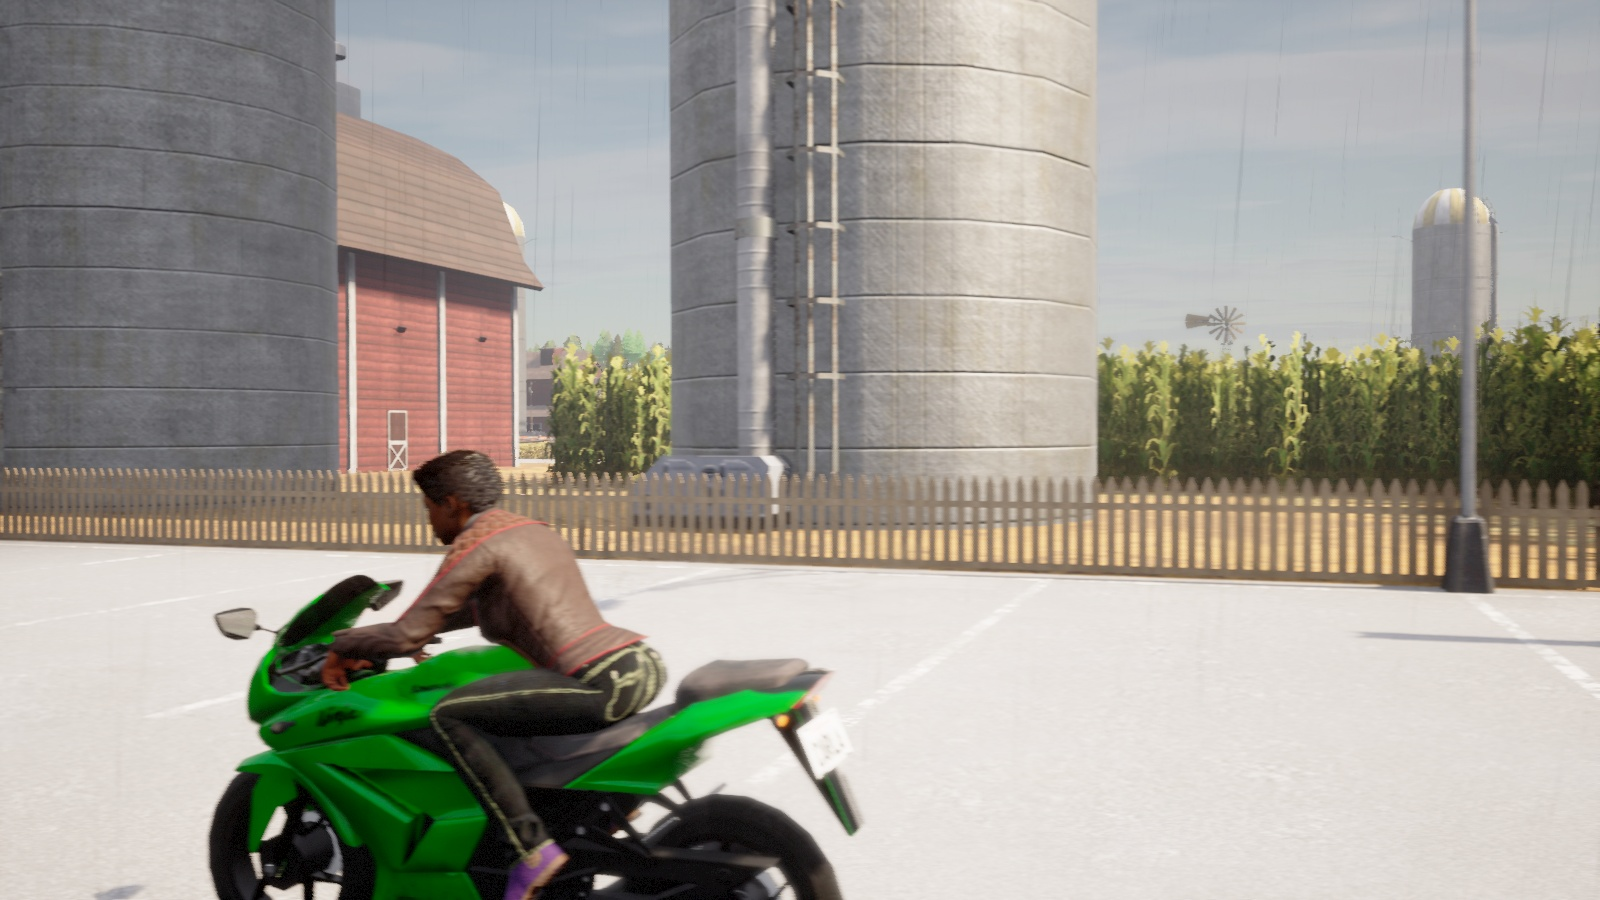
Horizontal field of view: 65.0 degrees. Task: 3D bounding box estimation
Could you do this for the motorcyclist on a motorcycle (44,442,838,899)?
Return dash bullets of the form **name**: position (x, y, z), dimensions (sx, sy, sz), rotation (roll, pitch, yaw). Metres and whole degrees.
- **motorcyclist on a motorcycle**: position (-0.990, 0.748, 3.526), dimensions (2.044, 1.523, 0.797), rotation (1, 1, 19)
